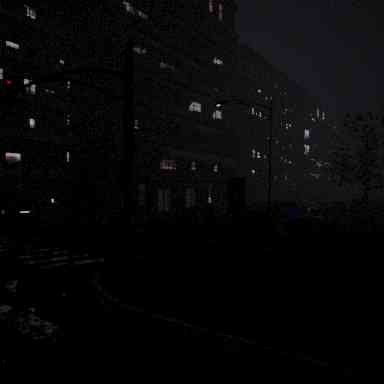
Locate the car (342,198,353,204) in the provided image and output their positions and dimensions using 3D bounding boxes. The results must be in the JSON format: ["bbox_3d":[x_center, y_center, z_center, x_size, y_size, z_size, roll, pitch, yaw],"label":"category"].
[{"bbox_3d":[40.178,2.220,85.921,1.752,1.417,4.829,1,0,36],"label":"car"}]

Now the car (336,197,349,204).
[{"bbox_3d":[36.996,2.094,81.605,1.967,1.590,4.097,1,0,36],"label":"car"}]

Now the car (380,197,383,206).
[{"bbox_3d":[37.166,2.252,67.717,1.887,1.381,4.507,1,0,36],"label":"car"}]

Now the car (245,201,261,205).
[{"bbox_3d":[7.439,1.840,41.523,1.802,1.307,4.206,1,0,36],"label":"car"}]

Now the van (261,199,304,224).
[{"bbox_3d":[7.613,1.647,27.637,1.690,1.788,3.998,1,0,36],"label":"van"}]

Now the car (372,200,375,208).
[{"bbox_3d":[30.598,2.202,58.810,1.802,1.307,4.206,1,0,36],"label":"car"}]

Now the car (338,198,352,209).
[{"bbox_3d":[24.019,2.064,54.264,2.033,1.411,5.357,1,0,37],"label":"car"}]

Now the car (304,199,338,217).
[{"bbox_3d":[14.180,1.837,36.544,1.967,1.590,4.097,1,0,36],"label":"car"}]

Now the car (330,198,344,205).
[{"bbox_3d":[33.711,2.177,77.151,1.947,1.339,4.313,1,0,36],"label":"car"}]

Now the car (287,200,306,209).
[{"bbox_3d":[17.291,1.974,54.884,1.802,1.307,4.206,1,0,36],"label":"car"}]

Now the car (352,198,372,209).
[{"bbox_3d":[27.317,1.891,54.358,2.192,1.841,5.009,1,0,36],"label":"car"}]

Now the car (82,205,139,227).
[{"bbox_3d":[-5.697,1.626,23.710,2.008,1.369,4.403,1,0,36],"label":"car"}]

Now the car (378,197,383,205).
[{"bbox_3d":[47.021,2.151,81.078,2.192,1.841,5.009,1,0,36],"label":"car"}]

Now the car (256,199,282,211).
[{"bbox_3d":[10.724,1.743,45.977,1.967,1.590,4.097,1,0,36],"label":"car"}]

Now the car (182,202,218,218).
[{"bbox_3d":[0.872,1.712,32.616,1.887,1.381,4.507,1,0,36],"label":"car"}]

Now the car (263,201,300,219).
[{"bbox_3d":[9.309,1.793,34.298,1.882,1.535,5.008,1,0,36],"label":"car"}]

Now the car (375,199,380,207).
[{"bbox_3d":[33.883,2.104,63.264,1.967,1.590,4.097,1,0,36],"label":"car"}]

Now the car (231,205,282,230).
[{"bbox_3d":[4.326,1.827,23.183,1.947,1.339,4.313,1,0,36],"label":"car"}]
